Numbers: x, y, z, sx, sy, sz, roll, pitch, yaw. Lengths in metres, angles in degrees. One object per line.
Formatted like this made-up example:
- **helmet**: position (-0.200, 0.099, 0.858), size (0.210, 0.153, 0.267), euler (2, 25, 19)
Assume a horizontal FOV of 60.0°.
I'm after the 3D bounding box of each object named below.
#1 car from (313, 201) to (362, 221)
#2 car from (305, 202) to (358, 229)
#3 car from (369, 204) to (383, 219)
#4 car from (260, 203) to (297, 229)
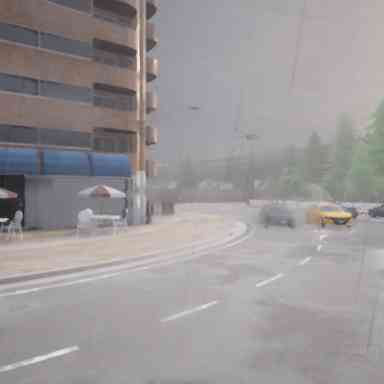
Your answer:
- **car**: position (12.600, 1.581, 29.129), size (1.812, 1.442, 4.674), euler (0, 0, -6)
- **car**: position (9.125, 1.521, 22.488), size (1.882, 1.535, 5.008), euler (0, 0, 3)
- **car**: position (16.238, 1.572, 26.844), size (1.812, 1.442, 4.674), euler (0, 0, -2)
- **car**: position (5.610, 1.551, 21.990), size (1.837, 1.490, 4.892), euler (1, 0, 5)
